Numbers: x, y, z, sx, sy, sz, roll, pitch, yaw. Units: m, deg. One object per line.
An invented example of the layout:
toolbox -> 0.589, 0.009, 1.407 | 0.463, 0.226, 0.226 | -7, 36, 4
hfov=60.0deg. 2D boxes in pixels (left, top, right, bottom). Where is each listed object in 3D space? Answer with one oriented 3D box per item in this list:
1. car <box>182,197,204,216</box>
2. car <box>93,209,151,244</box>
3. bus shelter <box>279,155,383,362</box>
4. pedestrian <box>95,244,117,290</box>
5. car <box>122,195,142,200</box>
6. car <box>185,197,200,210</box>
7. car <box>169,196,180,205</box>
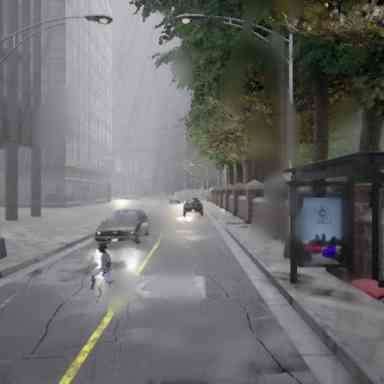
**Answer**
car -> 0.102, 1.497, 32.749 | 1.837, 1.490, 4.892 | 0, -2, 0
car -> -3.098, 1.546, 15.975 | 2.033, 1.411, 5.357 | 0, 0, 0
bus shelter -> 3.138, 0.874, 6.340 | 1.920, 2.740, 3.880 | 0, 0, 0
pedestrian -> -1.954, 1.294, 7.543 | 0.375, 1.860, 0.375 | 0, 0, -15
car -> -14.912, 1.345, 82.988 | 4.829, 1.417, 1.752 | 1, 0, 0
car -> 0.101, 1.466, 44.938 | 1.882, 1.535, 5.008 | 0, 0, 0
car -> -3.058, 1.498, 59.540 | 1.812, 1.442, 4.674 | 0, 0, 0
